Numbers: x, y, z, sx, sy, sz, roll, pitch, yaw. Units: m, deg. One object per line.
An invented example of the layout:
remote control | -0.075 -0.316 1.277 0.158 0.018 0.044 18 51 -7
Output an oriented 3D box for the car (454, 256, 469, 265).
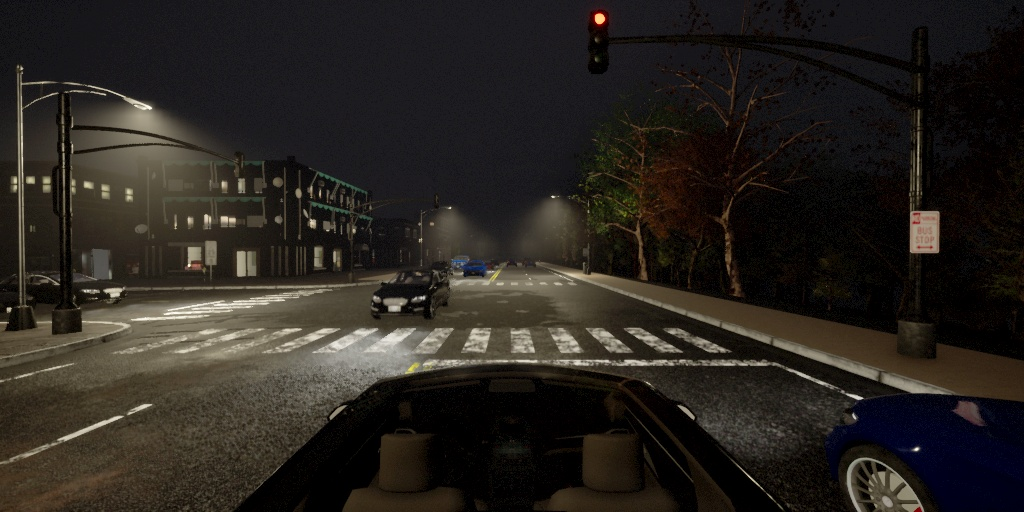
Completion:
car | -6.690 0.955 47.145 2.150 2.045 5.566 0 0 0

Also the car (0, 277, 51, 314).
car | -19.969 1.565 12.818 4.313 1.339 1.948 0 0 0

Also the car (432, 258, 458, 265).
car | -6.661 1.245 33.797 1.837 1.490 4.892 0 0 0

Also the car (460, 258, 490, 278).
car | -3.415 1.218 33.861 1.882 1.535 5.008 0 1 0

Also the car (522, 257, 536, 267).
car | 3.234 1.274 63.655 2.033 1.411 5.357 0 0 0

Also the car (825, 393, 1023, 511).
car | 3.358 1.276 0.850 1.812 1.442 4.674 0 0 1

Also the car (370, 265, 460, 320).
car | -3.372 1.239 12.732 2.128 1.511 4.902 0 0 0

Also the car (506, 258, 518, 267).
car | -0.030 1.252 64.933 1.812 1.442 4.674 0 0 0

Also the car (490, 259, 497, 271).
car | -3.439 1.297 48.359 1.994 1.385 4.181 0 0 0

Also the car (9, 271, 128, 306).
car | -19.649 1.459 15.525 4.902 1.511 2.128 -1 1 0
